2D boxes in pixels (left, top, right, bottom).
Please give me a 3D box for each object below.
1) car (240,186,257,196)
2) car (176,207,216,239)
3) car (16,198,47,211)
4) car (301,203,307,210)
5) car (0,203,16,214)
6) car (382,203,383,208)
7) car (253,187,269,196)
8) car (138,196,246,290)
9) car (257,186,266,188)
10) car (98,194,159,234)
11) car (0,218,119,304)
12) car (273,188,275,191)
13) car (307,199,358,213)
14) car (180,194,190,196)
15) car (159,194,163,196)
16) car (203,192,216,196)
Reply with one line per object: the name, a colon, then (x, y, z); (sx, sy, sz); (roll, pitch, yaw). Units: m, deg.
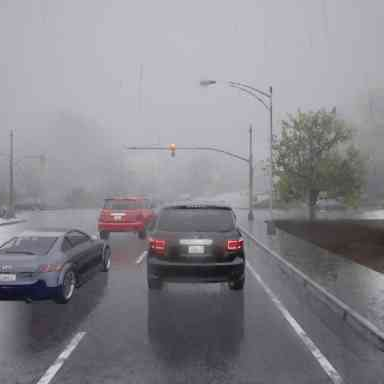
car: (13.966, 0.093, 84.502); (2.097, 1.767, 4.553); (0, 3, 33)
car: (0.249, 1.605, 18.461); (1.994, 1.385, 4.181); (0, 0, 2)
car: (-21.437, 1.609, 43.175); (4.553, 1.767, 2.097); (-1, 0, 3)
car: (16.084, 1.549, 41.070); (4.902, 1.511, 2.128); (-1, 0, 3)
car: (-22.427, 1.741, 36.059); (4.902, 1.511, 2.128); (-1, 0, 2)
car: (25.878, 1.350, 40.508); (4.892, 1.490, 1.837); (-2, 0, 3)
car: (17.535, 0.264, 83.629); (1.895, 1.301, 4.718); (0, 3, 33)
car: (0.103, 1.234, 9.233); (2.150, 2.045, 5.566); (0, 0, 0)
car: (19.646, -0.763, 93.035); (2.150, 2.045, 5.566); (0, 3, 38)
car: (-3.282, 1.260, 17.632); (2.150, 2.045, 5.566); (0, 0, 1)
car: (-3.405, 1.574, 8.230); (1.994, 1.385, 4.181); (0, 0, 2)
car: (23.244, -0.477, 92.014); (2.033, 1.411, 5.357); (0, 3, 38)
car: (15.977, 1.646, 37.570); (4.718, 1.301, 1.895); (-1, 0, 3)
car: (-1.730, 1.211, 68.225); (2.097, 1.767, 4.553); (0, 2, 21)
car: (-6.203, 1.360, 53.635); (2.150, 2.045, 5.566); (0, 0, 14)
car: (4.320, 0.699, 81.677); (2.128, 1.511, 4.902); (0, 3, 28)
